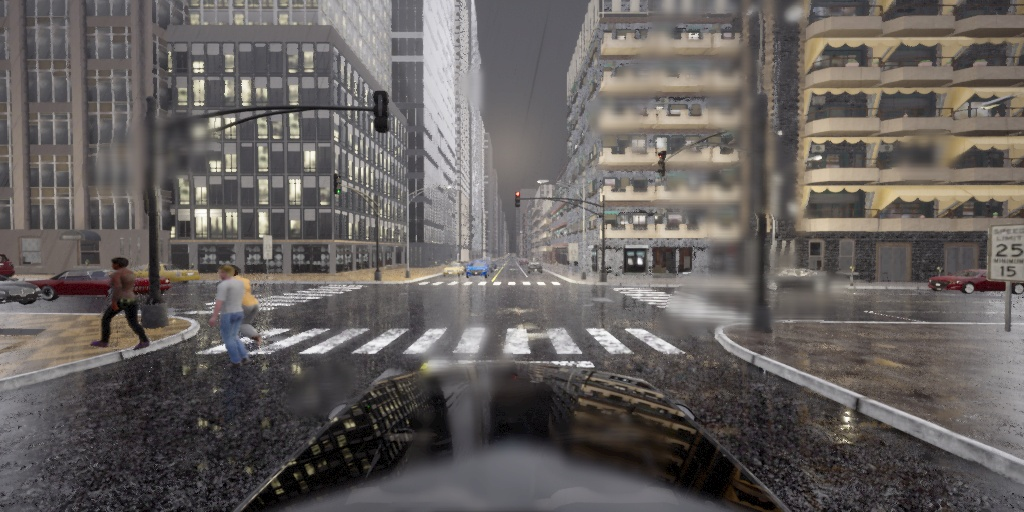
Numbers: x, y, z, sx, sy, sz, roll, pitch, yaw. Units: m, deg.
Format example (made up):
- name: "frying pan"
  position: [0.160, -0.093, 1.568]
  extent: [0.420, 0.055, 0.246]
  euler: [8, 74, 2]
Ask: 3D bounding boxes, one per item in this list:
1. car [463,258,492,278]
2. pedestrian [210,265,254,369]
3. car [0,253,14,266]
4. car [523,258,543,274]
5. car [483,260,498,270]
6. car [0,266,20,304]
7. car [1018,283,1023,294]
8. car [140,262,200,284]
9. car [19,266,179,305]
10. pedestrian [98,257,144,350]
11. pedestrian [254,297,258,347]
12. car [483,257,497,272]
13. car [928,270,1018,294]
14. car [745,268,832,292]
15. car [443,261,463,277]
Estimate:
- name: "car"
  position: [-3.153, 1.218, 33.638]
  extent: [1.882, 1.535, 5.008]
  euler: [0, 0, -1]
- name: "pedestrian"
  position: [-4.951, 1.042, 6.332]
  extent: [0.375, 1.860, 0.375]
  euler: [-1, 1, 0]
- name: "car"
  position: [-33.653, 0.712, 21.834]
  extent: [5.009, 1.841, 2.192]
  euler: [0, 0, 1]
- name: "car"
  position: [2.612, 1.289, 41.672]
  extent: [2.007, 1.370, 4.403]
  euler: [0, 0, 0]
- name: "car"
  position: [-3.189, 1.337, 53.734]
  extent: [1.895, 1.301, 4.718]
  euler: [0, 0, 0]
- name: "car"
  position: [-20.309, 1.204, 13.322]
  extent: [4.403, 1.370, 2.007]
  euler: [0, 0, 1]
- name: "car"
  position: [21.694, 1.576, 12.783]
  extent: [4.313, 1.339, 1.948]
  euler: [0, 0, 1]
- name: "car"
  position: [-21.706, 1.029, 21.652]
  extent: [4.829, 1.417, 1.751]
  euler: [0, 0, 1]
- name: "car"
  position: [-18.051, 1.231, 15.844]
  extent: [4.718, 1.301, 1.895]
  euler: [0, 1, 1]
- name: "pedestrian"
  position: [-7.562, 0.886, 6.916]
  extent: [0.375, 1.860, 0.375]
  euler: [-1, 1, 0]
- name: "pedestrian"
  position: [-5.780, 1.042, 7.587]
  extent: [0.375, 1.860, 0.375]
  euler: [-1, 1, 0]
- name: "car"
  position: [-3.174, 1.231, 43.394]
  extent: [2.128, 1.511, 4.902]
  euler: [0, 0, 0]
- name: "car"
  position: [27.336, 1.462, 21.095]
  extent: [4.507, 1.381, 1.888]
  euler: [0, 0, 1]
- name: "car"
  position: [16.271, 1.375, 21.228]
  extent: [4.403, 1.370, 2.007]
  euler: [0, 0, 1]
- name: "car"
  position: [-5.757, 1.265, 35.832]
  extent: [1.751, 1.417, 4.829]
  euler: [0, 0, 0]
